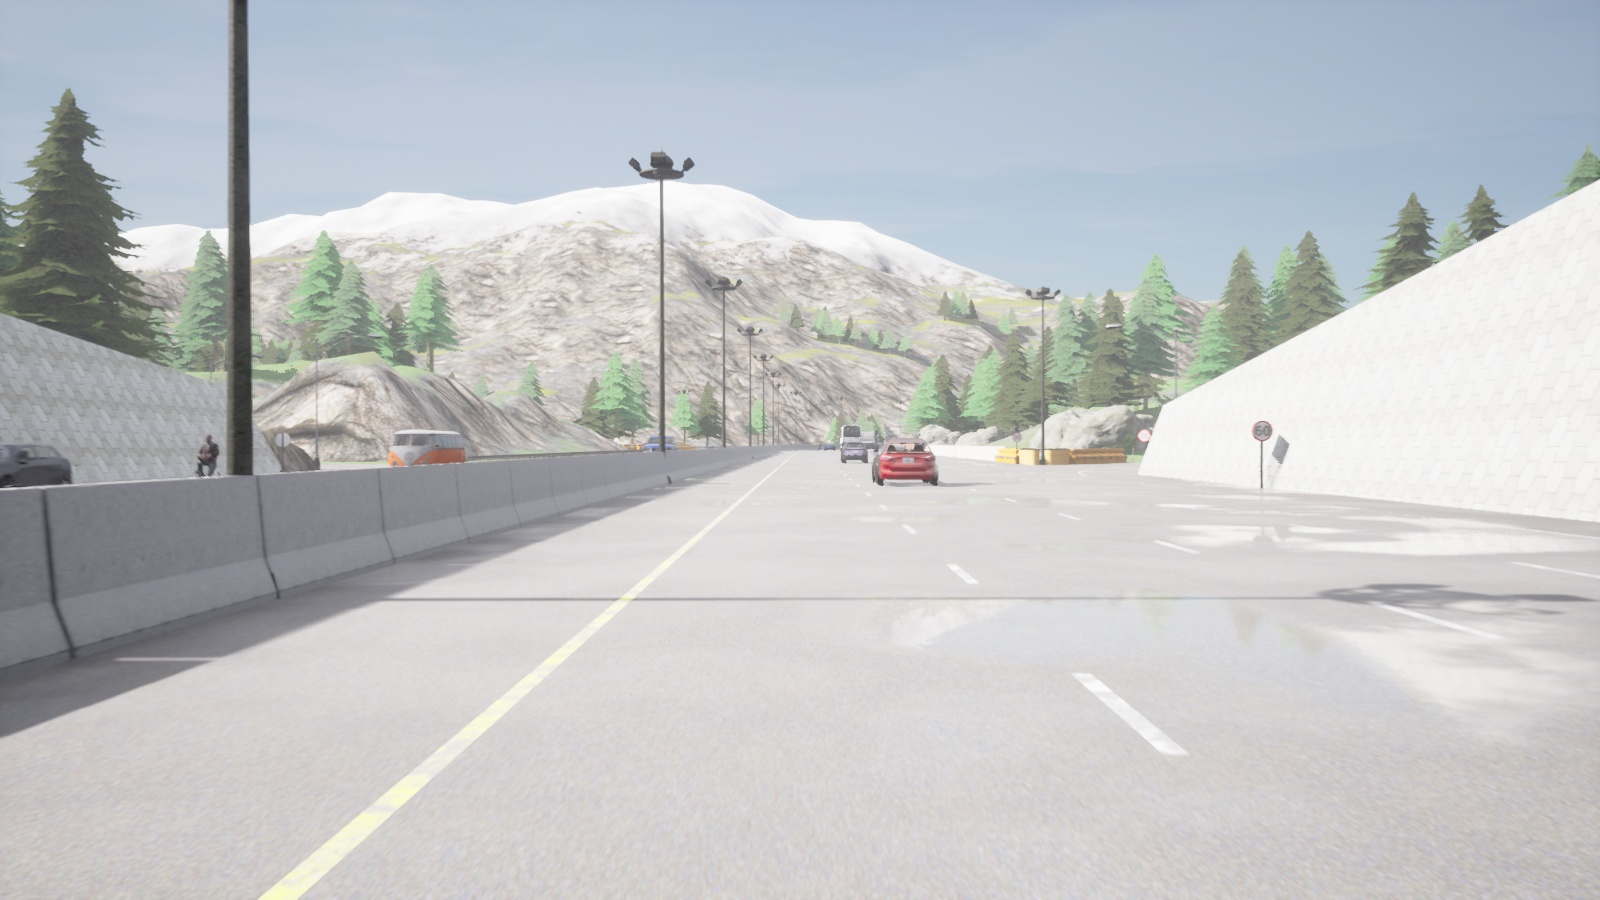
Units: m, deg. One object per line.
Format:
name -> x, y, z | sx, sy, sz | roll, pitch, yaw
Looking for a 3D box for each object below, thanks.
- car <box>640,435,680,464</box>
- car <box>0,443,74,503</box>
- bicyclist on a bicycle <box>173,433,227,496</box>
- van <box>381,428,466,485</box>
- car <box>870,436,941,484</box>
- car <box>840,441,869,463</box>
car -> -9.974, -0.049, 89.818 | 2.150, 2.045, 5.566 | 0, 0, 0
car -> -20.800, 0.560, 32.544 | 1.845, 1.501, 3.633 | 0, 0, 0
bicyclist on a bicycle -> -17.279, 0.399, 36.214 | 0.659, 1.776, 1.843 | 0, 0, 0
van -> -13.723, 0.230, 46.013 | 1.775, 1.987, 4.442 | 0, 0, 0
car -> 3.776, 0.337, 45.845 | 2.242, 1.667, 4.611 | 0, 0, 0
car -> 4.050, 0.149, 94.067 | 2.033, 1.649, 4.856 | 0, 0, 0
